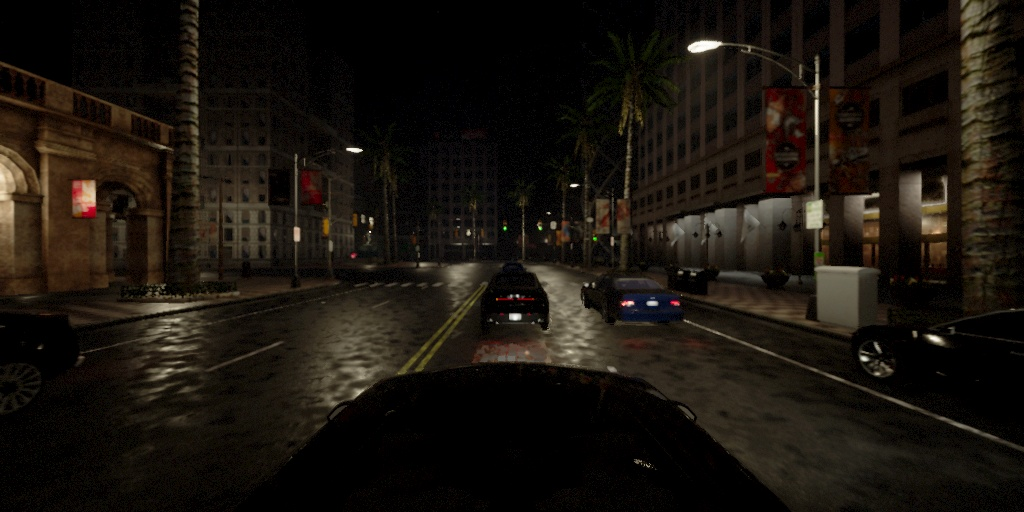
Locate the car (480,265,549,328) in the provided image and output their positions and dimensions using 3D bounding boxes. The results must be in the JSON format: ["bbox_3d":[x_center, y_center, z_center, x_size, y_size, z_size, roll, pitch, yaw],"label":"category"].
[{"bbox_3d":[0.081,1.214,11.174,1.837,1.490,4.892,0,0,0],"label":"car"}]

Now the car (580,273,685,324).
[{"bbox_3d":[3.588,1.253,11.693,2.033,1.411,5.357,0,0,0],"label":"car"}]

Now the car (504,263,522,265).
[{"bbox_3d":[0.066,1.175,24.135,1.812,1.442,4.674,0,0,0],"label":"car"}]

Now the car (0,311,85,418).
[{"bbox_3d":[-7.091,1.236,3.022,2.128,1.511,4.902,0,0,0],"label":"car"}]
